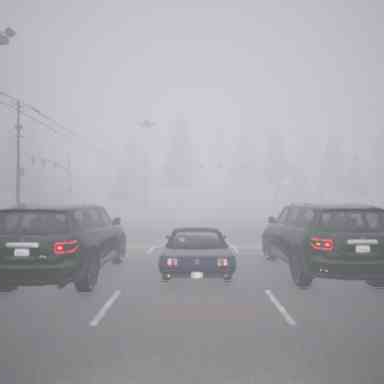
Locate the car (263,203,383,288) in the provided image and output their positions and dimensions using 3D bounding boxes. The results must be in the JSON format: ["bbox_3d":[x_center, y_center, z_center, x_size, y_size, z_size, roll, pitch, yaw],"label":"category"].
[{"bbox_3d":[3.622,1.333,9.727,2.150,2.045,5.566,0,-1,0],"label":"car"}]

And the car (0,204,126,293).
[{"bbox_3d":[-3.371,1.325,9.275,2.150,2.045,5.566,0,-1,0],"label":"car"}]

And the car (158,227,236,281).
[{"bbox_3d":[0.120,1.716,10.135,1.895,1.301,4.718,0,-1,0],"label":"car"}]
